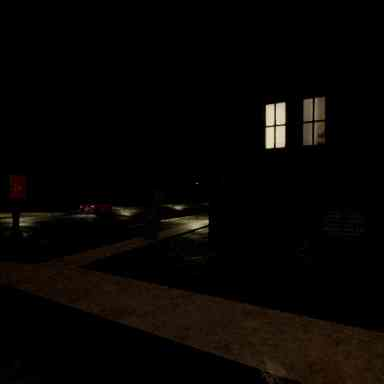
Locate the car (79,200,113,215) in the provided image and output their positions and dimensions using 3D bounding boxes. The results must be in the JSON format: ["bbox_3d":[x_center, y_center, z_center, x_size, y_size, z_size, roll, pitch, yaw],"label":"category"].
[{"bbox_3d":[-11.614,1.758,40.422,2.097,1.767,4.553,1,-1,19],"label":"car"}]
